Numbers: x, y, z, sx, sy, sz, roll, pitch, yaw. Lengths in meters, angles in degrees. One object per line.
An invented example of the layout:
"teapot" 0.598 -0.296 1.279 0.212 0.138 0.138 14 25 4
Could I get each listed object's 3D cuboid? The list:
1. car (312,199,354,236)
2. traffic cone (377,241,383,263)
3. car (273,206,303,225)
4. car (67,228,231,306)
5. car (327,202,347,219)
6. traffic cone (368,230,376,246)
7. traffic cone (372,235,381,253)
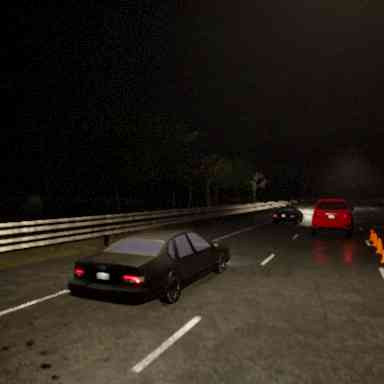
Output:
"car" 8.689 1.474 20.548 2.150 2.045 5.566 0 -1 24
"traffic cone" 6.636 2.102 11.384 0.340 0.580 0.340 0 -1 24
"car" 7.923 1.875 27.286 2.033 1.411 5.357 0 -1 24
"car" -0.630 1.645 8.495 2.033 1.411 5.357 0 -1 24
"car" 15.604 1.914 35.716 1.882 1.535 5.008 0 -1 24
"traffic cone" 8.292 2.147 15.025 0.340 0.580 0.340 0 -1 24
"traffic cone" 7.464 2.125 13.204 0.340 0.580 0.340 0 -1 24
